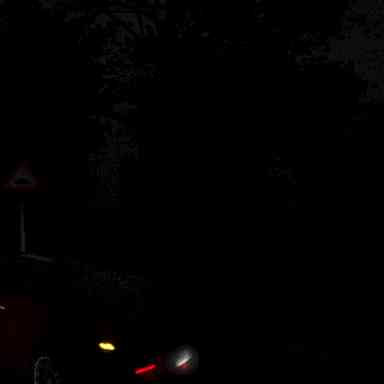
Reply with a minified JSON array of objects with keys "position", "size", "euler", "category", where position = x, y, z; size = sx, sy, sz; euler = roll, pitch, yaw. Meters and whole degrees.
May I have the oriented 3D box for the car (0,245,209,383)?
[{"position":[-1.960,1.525,4.774],"size":[4.674,1.442,1.812],"euler":[0,0,35],"category":"car"}]
